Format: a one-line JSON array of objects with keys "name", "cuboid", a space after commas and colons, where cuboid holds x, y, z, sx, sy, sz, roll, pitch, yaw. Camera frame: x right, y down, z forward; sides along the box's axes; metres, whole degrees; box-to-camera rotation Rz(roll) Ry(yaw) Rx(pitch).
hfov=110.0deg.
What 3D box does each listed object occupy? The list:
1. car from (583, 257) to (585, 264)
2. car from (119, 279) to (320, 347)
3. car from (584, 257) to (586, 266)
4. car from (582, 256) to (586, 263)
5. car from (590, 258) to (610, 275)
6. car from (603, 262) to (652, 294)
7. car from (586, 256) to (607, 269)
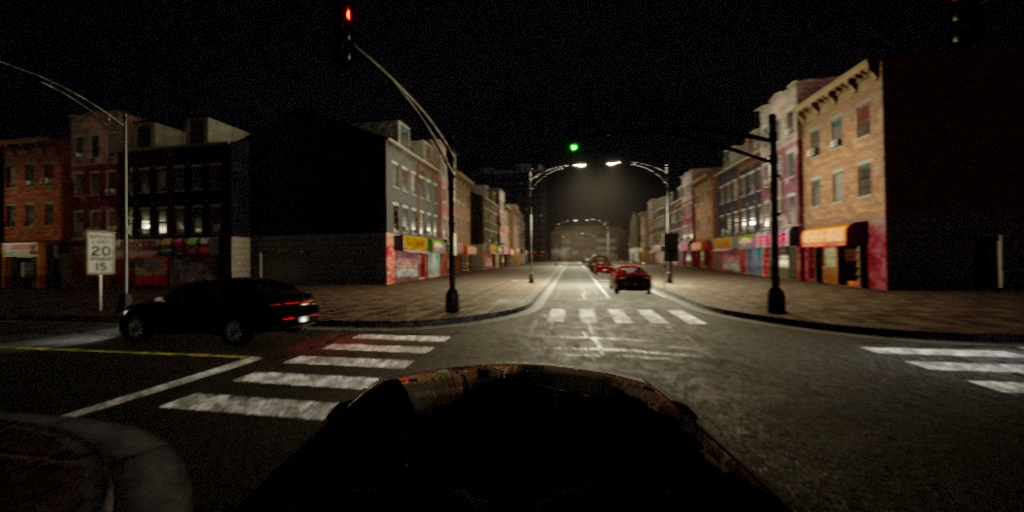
[{"name": "car", "cuboid": [12.571, 1.093, 56.401, 1.802, 1.307, 4.207, 0, 0, 10]}, {"name": "car", "cuboid": [-7.525, 1.349, 9.327, 4.892, 1.490, 1.837, -1, -2, 11]}, {"name": "car", "cuboid": [11.650, 1.106, 51.042, 1.802, 1.307, 4.207, 0, 0, 10]}, {"name": "car", "cuboid": [13.492, 1.050, 61.759, 2.007, 1.370, 4.403, 0, 0, 10]}, {"name": "car", "cuboid": [8.887, 1.115, 34.966, 1.888, 1.381, 4.507, 0, 0, 10]}, {"name": "car", "cuboid": [6.124, 1.173, 18.890, 1.888, 1.381, 4.507, 0, 0, 10]}, {"name": "car", "cuboid": [9.808, 0.867, 40.324, 2.192, 1.841, 5.009, 0, 0, 10]}]
